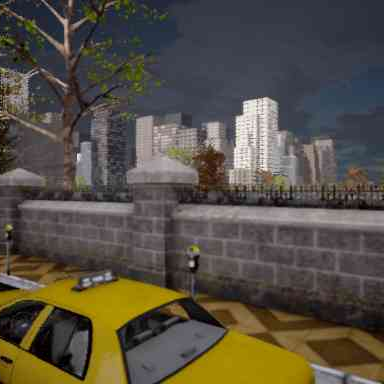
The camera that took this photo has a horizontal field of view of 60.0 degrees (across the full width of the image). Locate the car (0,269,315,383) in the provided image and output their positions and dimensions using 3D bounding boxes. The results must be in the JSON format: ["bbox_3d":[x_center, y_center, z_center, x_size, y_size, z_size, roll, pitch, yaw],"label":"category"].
[{"bbox_3d":[-1.207,1.522,3.578,4.829,1.417,1.752,0,0,35],"label":"car"}]
